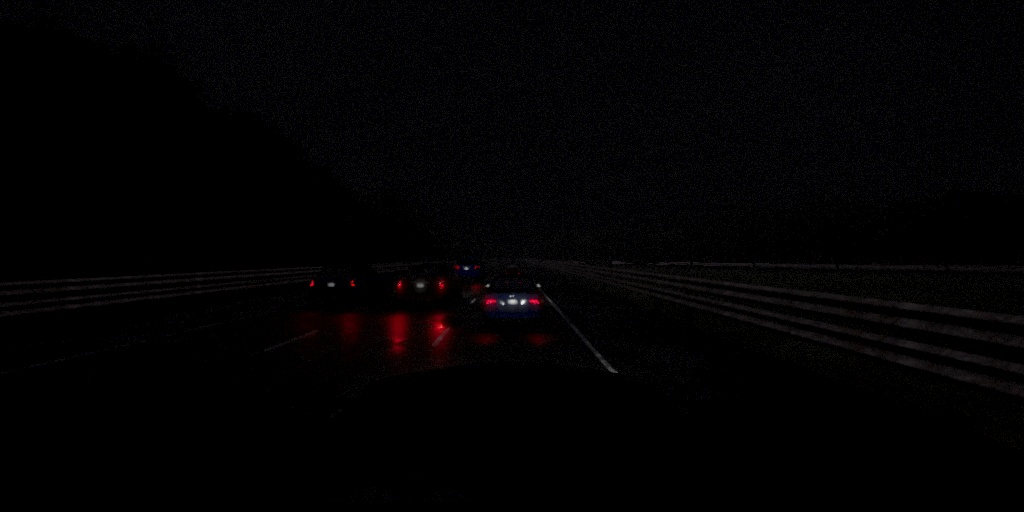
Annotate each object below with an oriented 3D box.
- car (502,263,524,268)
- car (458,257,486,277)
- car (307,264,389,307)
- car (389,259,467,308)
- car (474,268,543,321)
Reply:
[{"bbox_3d":[0.060,1.369,32.141,1.812,1.442,4.674,0,0,0],"label":"car"},{"bbox_3d":[-3.448,1.060,30.130,2.150,2.045,5.566,0,0,0],"label":"car"},{"bbox_3d":[-6.939,1.141,15.910,2.097,1.767,4.553,0,0,0],"label":"car"},{"bbox_3d":[-3.439,1.141,15.618,2.097,1.767,4.553,0,0,0],"label":"car"},{"bbox_3d":[0.038,1.327,12.458,2.033,1.411,5.357,0,0,0],"label":"car"}]
